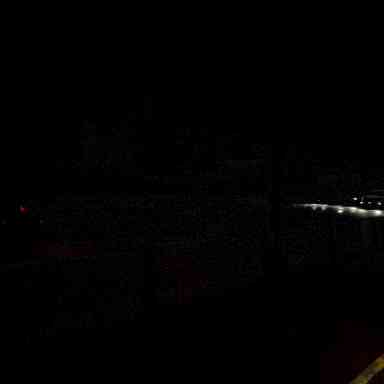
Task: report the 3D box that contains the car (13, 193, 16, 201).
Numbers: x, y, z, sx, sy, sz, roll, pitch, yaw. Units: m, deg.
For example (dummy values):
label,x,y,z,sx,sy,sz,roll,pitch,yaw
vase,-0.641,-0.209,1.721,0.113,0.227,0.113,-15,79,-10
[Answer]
label,x,y,z,sx,sy,sz,roll,pitch,yaw
car,-9.854,0.783,14.518,4.553,1.767,2.097,0,2,-42

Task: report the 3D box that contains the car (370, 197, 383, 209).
label,x,y,z,sx,sy,sz,roll,pitch,yaw
car,5.683,1.193,6.423,5.566,2.045,2.150,0,2,-42

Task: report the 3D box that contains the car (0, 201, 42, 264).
label,x,y,z,sx,sy,sz,roll,pitch,yaw
car,-6.389,1.144,8.244,4.902,1.511,2.128,0,2,-42

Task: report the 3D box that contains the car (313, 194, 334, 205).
label,x,y,z,sx,sy,sz,roll,pitch,yaw
car,17.618,0.913,43.575,4.181,1.385,1.994,0,2,-41

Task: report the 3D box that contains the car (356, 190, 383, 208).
label,x,y,z,sx,sy,sz,roll,pitch,yaw
car,20.973,0.795,37.194,5.566,2.045,2.150,0,2,-41

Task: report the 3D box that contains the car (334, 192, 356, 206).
label,x,y,z,sx,sy,sz,roll,pitch,yaw
car,19.977,0.814,40.983,4.553,1.767,2.097,0,2,-41

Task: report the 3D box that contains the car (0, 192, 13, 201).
label,x,y,z,sx,sy,sz,roll,pitch,yaw
car,-8.721,0.892,10.844,4.553,1.767,2.097,0,2,-42
